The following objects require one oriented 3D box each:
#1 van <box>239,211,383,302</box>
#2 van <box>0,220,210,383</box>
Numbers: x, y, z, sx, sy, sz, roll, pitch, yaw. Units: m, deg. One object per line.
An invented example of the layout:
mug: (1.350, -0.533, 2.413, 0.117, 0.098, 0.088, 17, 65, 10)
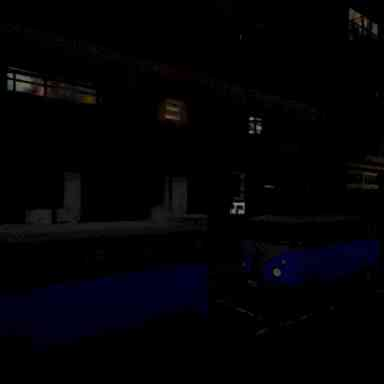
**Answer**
van: (2.981, 1.419, 8.214, 3.998, 1.788, 1.690, 1, 0, -35)
van: (-1.612, 1.356, 4.941, 3.998, 1.788, 1.690, 1, 0, -35)
